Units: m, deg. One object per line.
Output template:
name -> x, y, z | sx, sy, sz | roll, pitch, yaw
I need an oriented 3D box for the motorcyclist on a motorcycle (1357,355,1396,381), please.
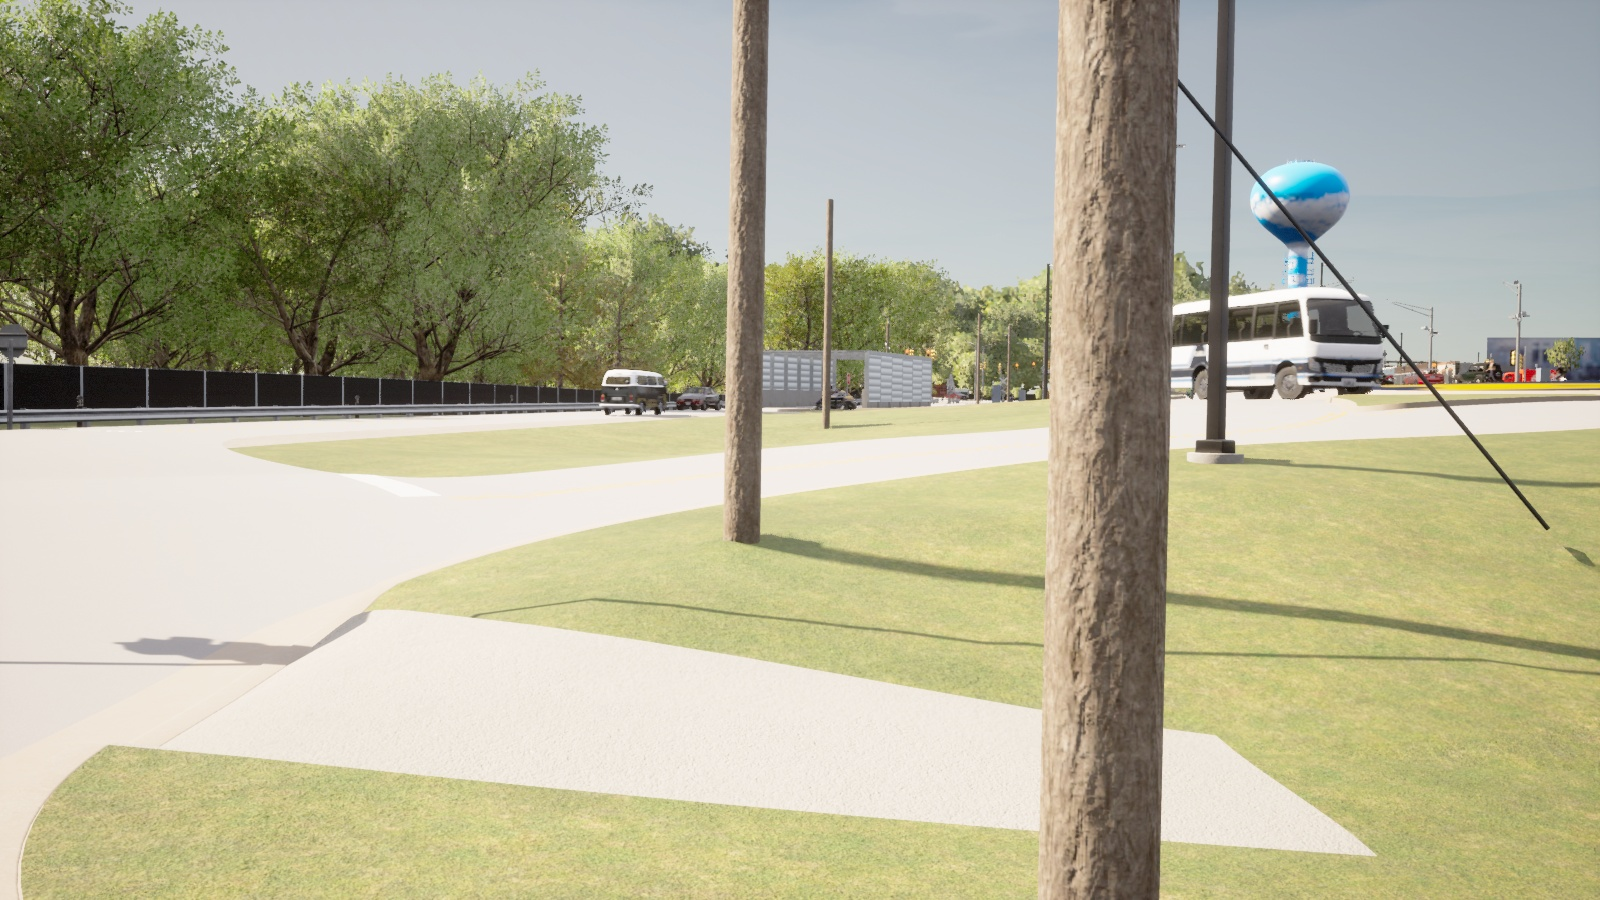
motorcyclist on a motorcycle -> 35.423, -5.049, 77.194 | 2.044, 1.523, 0.797 | -2, 2, -5

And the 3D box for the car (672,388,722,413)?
car -> -6.295, -3.029, 77.254 | 1.816, 1.474, 4.193 | 0, 2, 13

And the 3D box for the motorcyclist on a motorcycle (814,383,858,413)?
motorcyclist on a motorcycle -> 2.047, -2.942, 71.224 | 2.350, 1.649, 0.766 | -1, 4, 8

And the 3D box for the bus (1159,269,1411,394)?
bus -> 18.639, -4.397, 49.423 | 3.944, 4.253, 10.273 | -1, 2, -14

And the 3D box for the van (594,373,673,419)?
van -> -7.547, -2.475, 57.271 | 2.069, 2.038, 4.480 | 0, 3, 14
